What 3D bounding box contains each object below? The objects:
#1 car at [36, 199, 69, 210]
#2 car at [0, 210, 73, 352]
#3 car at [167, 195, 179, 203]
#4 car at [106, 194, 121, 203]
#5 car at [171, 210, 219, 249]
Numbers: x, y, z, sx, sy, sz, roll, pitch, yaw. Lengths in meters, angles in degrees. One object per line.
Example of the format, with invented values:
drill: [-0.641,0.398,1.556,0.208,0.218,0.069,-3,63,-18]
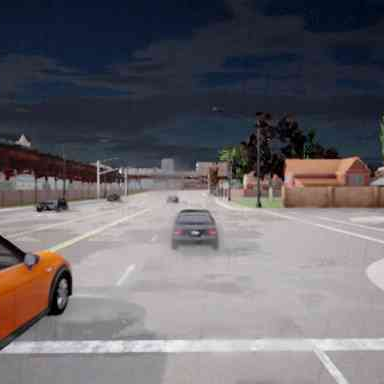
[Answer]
car: [-14.070,1.362,33.764,1.994,1.385,4.181,0,0,0]
car: [-3.402,1.324,4.633,2.097,1.767,4.553,0,0,2]
car: [-3.346,1.212,59.143,1.994,1.385,4.181,0,0,1]
car: [-13.973,1.151,59.715,1.837,1.490,4.892,0,0,1]
car: [0.114,1.463,14.102,2.033,1.411,5.357,0,0,0]
